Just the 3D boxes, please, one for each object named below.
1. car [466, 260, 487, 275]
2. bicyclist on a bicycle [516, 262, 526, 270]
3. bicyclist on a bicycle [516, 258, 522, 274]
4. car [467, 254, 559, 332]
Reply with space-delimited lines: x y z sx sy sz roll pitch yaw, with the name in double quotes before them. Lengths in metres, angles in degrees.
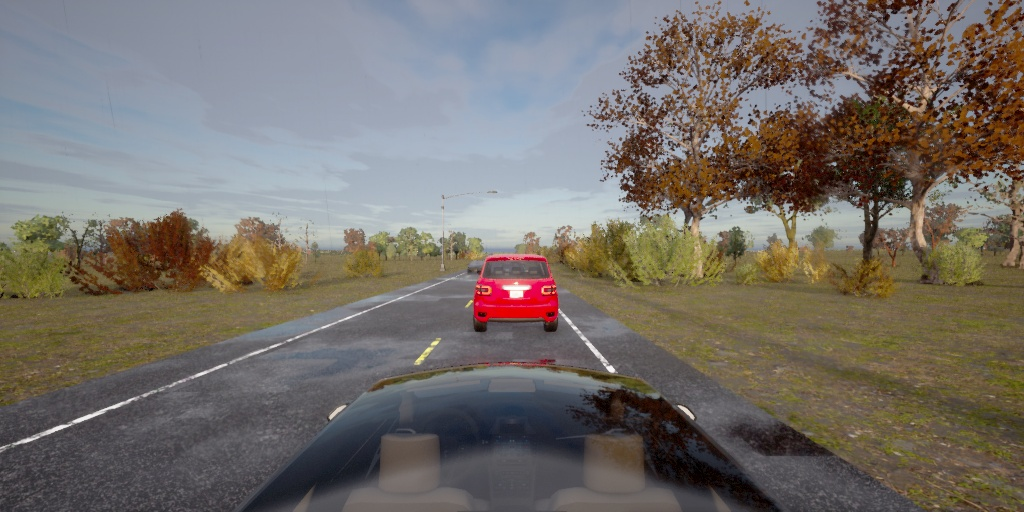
"car" -3.775 1.215 39.165 1.882 1.535 5.008 0 0 0
"bicyclist on a bicycle" 0.859 1.110 30.148 0.659 1.776 1.843 0 0 0
"bicyclist on a bicycle" 0.783 1.107 40.161 0.659 1.776 1.843 0 0 0
"car" 0.078 0.968 10.969 2.150 2.045 5.566 0 0 -1
